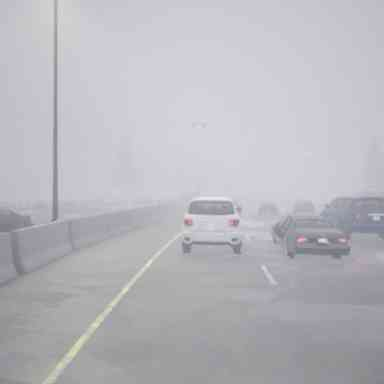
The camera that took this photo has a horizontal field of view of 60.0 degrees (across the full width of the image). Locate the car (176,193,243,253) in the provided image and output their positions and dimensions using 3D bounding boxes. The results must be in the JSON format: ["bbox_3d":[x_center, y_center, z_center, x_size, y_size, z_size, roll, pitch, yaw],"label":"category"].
[{"bbox_3d":[0.891,1.209,13.841,2.150,2.045,5.566,0,0,6],"label":"car"}]

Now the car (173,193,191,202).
[{"bbox_3d":[-0.600,1.162,55.288,2.150,2.045,5.566,0,0,20],"label":"car"}]

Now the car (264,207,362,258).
[{"bbox_3d":[4.270,1.544,12.780,2.033,1.411,5.357,0,0,5],"label":"car"}]

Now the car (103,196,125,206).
[{"bbox_3d":[-12.386,1.441,53.235,1.812,1.442,4.674,0,0,18],"label":"car"}]

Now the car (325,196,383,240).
[{"bbox_3d":[8.261,1.222,17.003,2.150,2.045,5.566,0,0,7],"label":"car"}]

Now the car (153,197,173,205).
[{"bbox_3d":[-4.245,1.533,55.490,1.895,1.301,4.718,0,0,20],"label":"car"}]

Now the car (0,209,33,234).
[{"bbox_3d":[-9.703,1.508,15.667,2.033,1.411,5.357,0,0,6],"label":"car"}]

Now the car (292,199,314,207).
[{"bbox_3d":[11.607,1.468,34.847,1.882,1.535,5.008,0,0,14],"label":"car"}]

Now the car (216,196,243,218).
[{"bbox_3d":[3.618,1.327,31.300,2.097,1.767,4.553,0,0,12],"label":"car"}]

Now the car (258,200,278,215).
[{"bbox_3d":[7.683,1.508,33.523,1.812,1.442,4.674,0,0,13],"label":"car"}]

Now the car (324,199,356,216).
[{"bbox_3d":[15.031,1.490,34.102,2.128,1.511,4.902,0,0,14],"label":"car"}]

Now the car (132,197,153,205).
[{"bbox_3d":[-8.073,1.524,55.193,1.895,1.301,4.718,0,0,20],"label":"car"}]
